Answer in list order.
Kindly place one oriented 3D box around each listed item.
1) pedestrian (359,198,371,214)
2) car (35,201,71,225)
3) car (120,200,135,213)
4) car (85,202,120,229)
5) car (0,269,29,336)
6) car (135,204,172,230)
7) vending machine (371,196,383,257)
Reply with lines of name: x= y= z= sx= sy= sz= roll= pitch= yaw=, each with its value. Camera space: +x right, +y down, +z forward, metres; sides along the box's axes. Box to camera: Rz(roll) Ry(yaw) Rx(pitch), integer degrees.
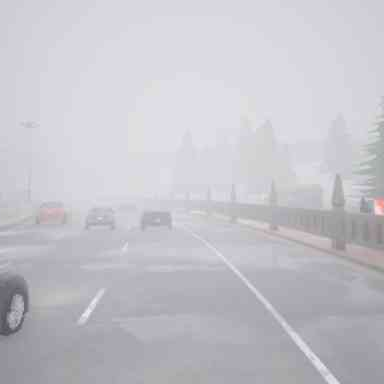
pedestrian: x=6.885 y=1.152 z=13.248 sx=0.375 sy=1.860 sz=0.375 roll=0 pitch=0 yaw=-7
car: x=-10.603 y=1.471 z=25.703 sx=2.097 sy=1.767 sz=4.553 roll=0 pitch=0 yaw=-15
car: x=-7.766 y=1.672 z=39.292 sx=1.812 sy=1.442 sz=4.674 roll=0 pitch=0 yaw=-21
car: x=-6.112 y=1.638 z=22.448 sx=2.033 sy=1.411 sz=5.357 roll=0 pitch=0 yaw=-13
car: x=-3.664 y=1.532 z=3.843 sx=1.837 sy=1.490 sz=4.892 roll=0 pitch=0 yaw=-2
car: x=-2.539 y=1.553 z=22.122 sx=1.882 sy=1.535 sz=5.008 roll=0 pitch=0 yaw=-12
vending machine: x=7.201 y=1.200 z=11.879 sx=1.100 sy=2.100 sz=0.880 roll=0 pitch=0 yaw=-6
